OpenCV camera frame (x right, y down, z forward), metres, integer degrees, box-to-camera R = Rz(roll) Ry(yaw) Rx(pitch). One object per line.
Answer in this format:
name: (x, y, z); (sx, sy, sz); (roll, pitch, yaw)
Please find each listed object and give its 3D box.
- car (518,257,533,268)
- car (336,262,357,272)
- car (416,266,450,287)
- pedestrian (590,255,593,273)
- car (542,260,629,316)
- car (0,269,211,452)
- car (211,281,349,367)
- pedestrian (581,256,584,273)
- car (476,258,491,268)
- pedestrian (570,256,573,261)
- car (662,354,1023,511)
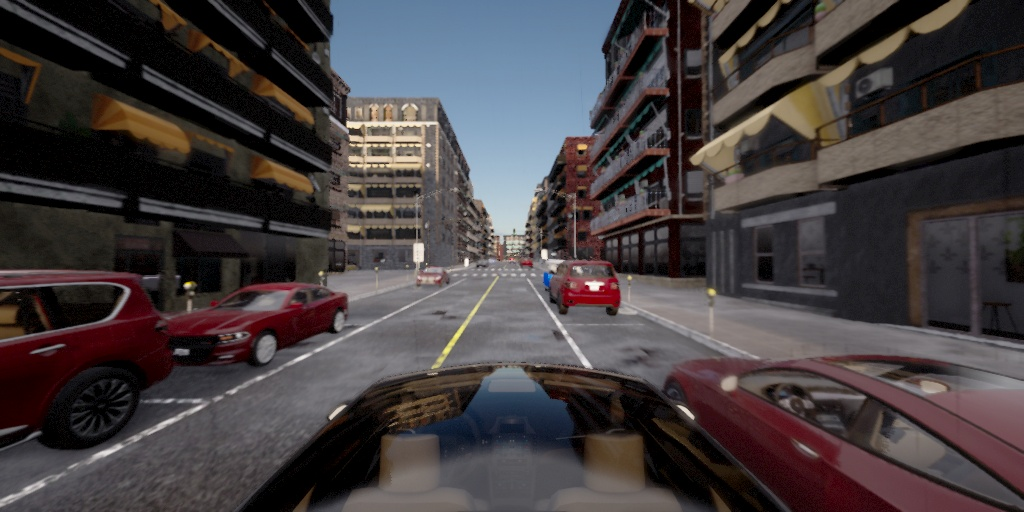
car: (2.581, 1.147, 62.725); (2.192, 1.841, 5.009); (0, 0, 0)
car: (-24.431, 1.494, 50.408); (4.829, 1.417, 1.751); (0, 0, 0)
car: (-5.309, 1.355, 24.601); (1.802, 1.307, 4.207); (0, 0, 0)
pedestrian: (8.019, 0.812, 36.354); (0.375, 1.860, 0.375); (1, -1, 0)
car: (2.537, 1.072, 13.482); (2.192, 1.841, 5.009); (0, 0, 0)
car: (-5.313, 1.065, 2.477); (2.192, 1.841, 5.009); (0, 0, 0)
car: (-5.312, 1.298, 8.008); (1.888, 1.381, 4.507); (0, 0, 0)
pedestrian: (7.018, 0.891, 35.753); (0.375, 1.860, 0.375); (1, -1, 0)
car: (-5.300, 1.399, 62.681); (1.948, 1.339, 4.313); (0, 0, 0)
pedestrian: (6.019, 0.921, 36.952); (0.375, 1.860, 0.375); (1, -1, 0)
car: (2.535, 1.332, 2.420); (1.802, 1.307, 4.207); (0, 0, 0)
